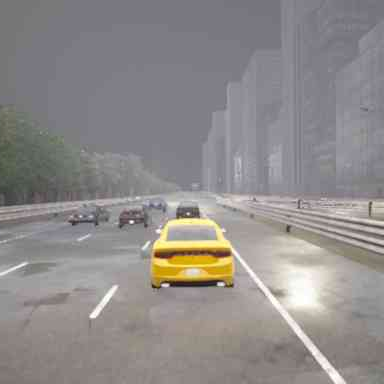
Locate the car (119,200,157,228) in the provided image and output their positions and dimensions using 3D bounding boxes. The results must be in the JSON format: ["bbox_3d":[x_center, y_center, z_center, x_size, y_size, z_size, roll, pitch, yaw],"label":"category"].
[{"bbox_3d":[-3.754,1.571,22.830,1.837,1.490,4.892,-1,0,-1],"label":"car"}]

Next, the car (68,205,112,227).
[{"bbox_3d":[-7.277,1.653,24.118,2.033,1.411,5.357,-1,0,-1],"label":"car"}]

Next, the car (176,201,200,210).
[{"bbox_3d":[-0.338,1.511,27.689,1.882,1.535,5.008,-1,0,-1],"label":"car"}]

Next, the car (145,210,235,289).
[{"bbox_3d":[-0.019,1.485,9.270,1.882,1.535,5.008,-1,0,-1],"label":"car"}]

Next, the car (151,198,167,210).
[{"bbox_3d":[-4.040,1.445,39.189,2.097,1.767,4.553,-1,0,-1],"label":"car"}]

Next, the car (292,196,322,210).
[{"bbox_3d":[15.223,1.349,44.538,2.097,1.767,4.553,-1,0,-19],"label":"car"}]
